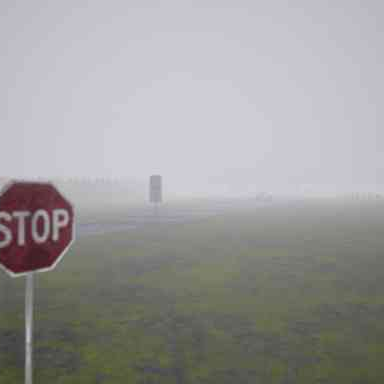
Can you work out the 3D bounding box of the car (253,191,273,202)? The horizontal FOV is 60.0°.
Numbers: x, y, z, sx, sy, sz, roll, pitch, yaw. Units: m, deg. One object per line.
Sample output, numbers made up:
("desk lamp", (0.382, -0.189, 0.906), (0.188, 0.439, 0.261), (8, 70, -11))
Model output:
("car", (11.320, 0.652, 53.174), (2.097, 1.767, 4.553), (0, 1, 30))
